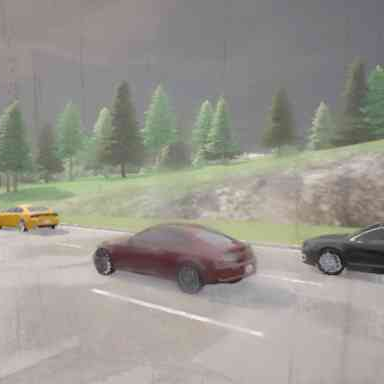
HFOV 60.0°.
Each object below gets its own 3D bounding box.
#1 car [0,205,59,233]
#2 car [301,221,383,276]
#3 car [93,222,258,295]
[{"bbox_3d":[-10.075,1.502,20.185,5.008,1.535,1.882,0,0,37],"label":"car"},{"bbox_3d":[5.404,1.506,8.737,4.892,1.490,1.837,0,0,36],"label":"car"},{"bbox_3d":[-0.595,1.532,8.735,4.674,1.442,1.812,0,0,36],"label":"car"}]
